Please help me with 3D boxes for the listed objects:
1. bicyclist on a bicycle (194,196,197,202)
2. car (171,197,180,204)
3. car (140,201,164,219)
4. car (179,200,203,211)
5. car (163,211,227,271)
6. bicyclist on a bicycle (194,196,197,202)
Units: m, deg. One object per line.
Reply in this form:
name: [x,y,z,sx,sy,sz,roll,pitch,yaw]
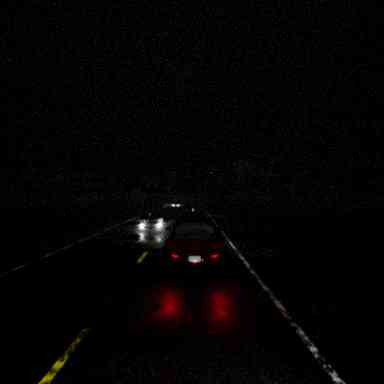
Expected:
bicyclist on a bicycle: [0.962,1.893,93.120,0.866,1.612,1.509,0,0,0]
car: [-3.497,1.875,73.444,2.128,1.511,4.902,0,0,0]
car: [-3.598,1.648,30.657,1.837,1.490,4.892,0,0,0]
car: [0.100,1.700,32.628,2.033,1.411,5.357,0,0,0]
car: [0.085,1.576,10.926,1.812,1.442,4.674,0,0,0]
bicyclist on a bicycle: [0.961,1.846,84.120,0.866,1.612,1.509,0,0,0]
